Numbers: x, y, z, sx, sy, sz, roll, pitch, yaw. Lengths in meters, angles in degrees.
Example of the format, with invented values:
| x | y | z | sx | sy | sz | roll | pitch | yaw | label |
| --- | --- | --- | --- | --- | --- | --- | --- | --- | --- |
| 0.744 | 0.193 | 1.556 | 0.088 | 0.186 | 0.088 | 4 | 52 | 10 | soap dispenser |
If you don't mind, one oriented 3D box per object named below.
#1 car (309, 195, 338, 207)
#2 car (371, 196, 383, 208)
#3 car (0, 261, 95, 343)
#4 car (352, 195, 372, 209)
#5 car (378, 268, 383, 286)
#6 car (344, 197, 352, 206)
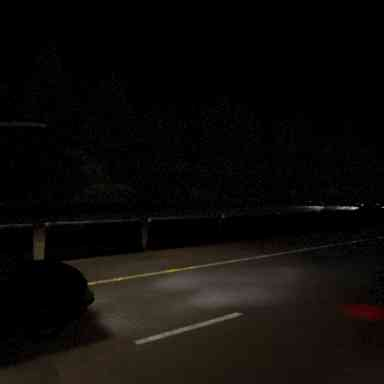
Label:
| x | y | z | sx | sy | sz | roll | pitch | yaw | label |
| --- | --- | --- | --- | --- | --- | --- | --- | --- | --- |
| 18.262 | 1.186 | 45.984 | 4.892 | 1.490 | 1.837 | 0 | 0 | -35 | car |
| 21.533 | 1.287 | 35.486 | 4.674 | 1.442 | 1.812 | -1 | 1 | -35 | car |
| -3.928 | 1.568 | 4.756 | 4.718 | 1.301 | 1.895 | 0 | 0 | -35 | car |
| 21.735 | 1.223 | 39.886 | 4.892 | 1.490 | 1.837 | -1 | 1 | -35 | car |
| 6.446 | 1.542 | 7.705 | 5.357 | 1.411 | 2.033 | 0 | 0 | -35 | car |
| 22.340 | 1.178 | 44.551 | 4.892 | 1.490 | 1.837 | 0 | 0 | -34 | car |
